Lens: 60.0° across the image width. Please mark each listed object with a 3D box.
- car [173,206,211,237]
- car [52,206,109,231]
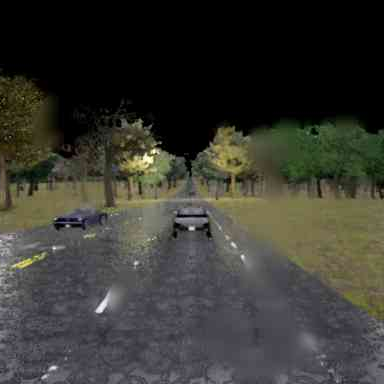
[{"bbox_3d":[-0.012,1.474,17.957,2.128,1.511,4.902,0,0,0],"label":"car"},{"bbox_3d":[-6.777,1.583,20.624,1.895,1.301,4.718,0,0,4],"label":"car"}]
